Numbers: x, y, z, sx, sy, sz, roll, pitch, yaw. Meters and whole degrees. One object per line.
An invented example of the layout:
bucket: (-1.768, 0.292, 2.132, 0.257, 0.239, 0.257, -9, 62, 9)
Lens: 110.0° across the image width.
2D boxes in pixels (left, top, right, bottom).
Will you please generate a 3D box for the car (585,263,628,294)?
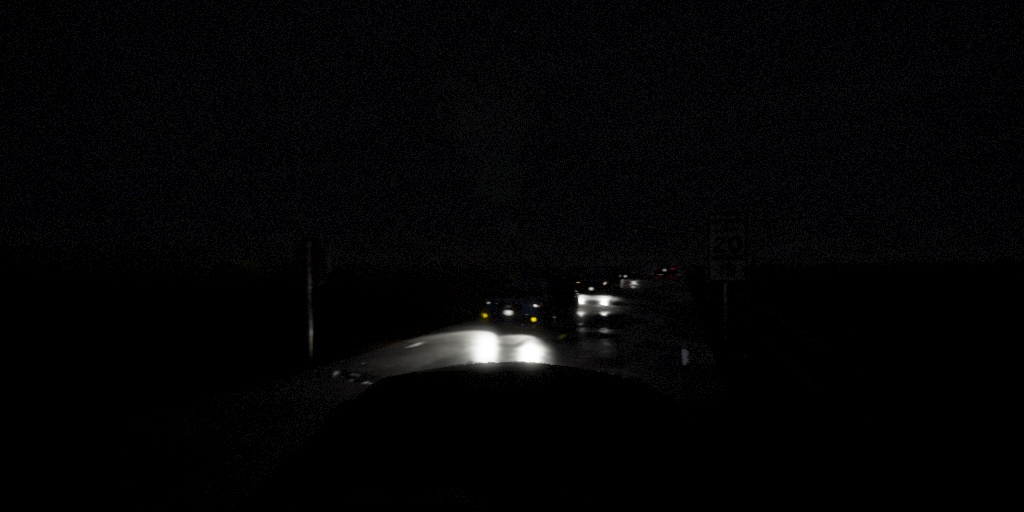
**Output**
car: (5.225, 1.312, 21.025, 2.033, 1.411, 5.357, 0, 0, 25)

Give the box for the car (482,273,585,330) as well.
car: (0.748, 1.325, 11.352, 1.994, 1.385, 4.181, 0, 0, 25)

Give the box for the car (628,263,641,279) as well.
car: (10.789, 1.326, 32.999, 2.033, 1.411, 5.357, 0, 0, 25)

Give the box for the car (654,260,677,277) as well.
car: (15.791, 1.353, 36.920, 1.994, 1.385, 4.181, 0, 0, 25)
